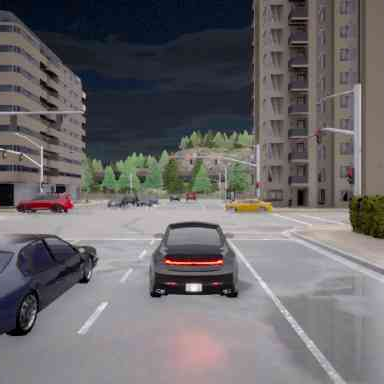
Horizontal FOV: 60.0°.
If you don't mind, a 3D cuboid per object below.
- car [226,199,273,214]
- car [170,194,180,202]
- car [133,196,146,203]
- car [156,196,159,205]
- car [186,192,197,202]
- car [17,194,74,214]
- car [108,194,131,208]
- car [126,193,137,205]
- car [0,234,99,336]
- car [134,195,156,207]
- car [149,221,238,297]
[{"bbox_3d":[6.145,1.477,35.848,5.008,1.535,1.882,0,1,14],"label":"car"},{"bbox_3d":[-3.634,1.194,72.985,2.097,1.767,4.553,0,0,0],"label":"car"},{"bbox_3d":[-10.634,1.564,67.489,1.994,1.385,4.181,0,0,0],"label":"car"},{"bbox_3d":[-7.177,1.352,59.524,2.097,1.767,4.553,0,0,0],"label":"car"},{"bbox_3d":[-0.134,1.064,73.052,2.150,2.045,5.566,0,0,0],"label":"car"},{"bbox_3d":[-15.312,1.222,34.930,5.566,2.045,2.150,0,0,0],"label":"car"},{"bbox_3d":[-10.671,1.491,47.589,2.128,1.511,4.902,0,0,0],"label":"car"},{"bbox_3d":[-10.679,1.221,57.455,2.150,2.045,5.566,0,0,0],"label":"car"},{"bbox_3d":[-3.462,1.547,6.598,2.033,1.411,5.357,0,0,0],"label":"car"},{"bbox_3d":[-7.167,1.564,50.946,1.994,1.385,4.181,0,0,0],"label":"car"},{"bbox_3d":[0.048,1.505,8.528,1.837,1.490,4.892,0,0,0],"label":"car"}]
